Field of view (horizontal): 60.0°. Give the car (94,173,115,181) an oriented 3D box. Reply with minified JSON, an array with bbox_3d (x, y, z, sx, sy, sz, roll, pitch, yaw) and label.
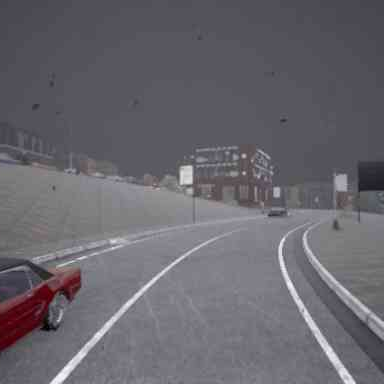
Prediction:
[{"bbox_3d":[-14.006,-2.027,49.266,2.231,1.521,4.892,0,-3,17],"label":"car"}]

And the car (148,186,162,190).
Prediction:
[{"bbox_3d":[-8.511,-0.493,70.807,2.002,1.452,4.674,0,-4,12],"label":"car"}]

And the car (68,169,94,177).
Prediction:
[{"bbox_3d":[-15.622,-2.299,44.098,2.002,1.452,4.674,-1,-3,19],"label":"car"}]

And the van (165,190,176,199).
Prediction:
[{"bbox_3d":[-5.507,0.606,87.252,1.878,1.987,4.442,0,-5,9],"label":"van"}]

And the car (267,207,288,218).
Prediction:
[{"bbox_3d":[11.472,2.703,44.407,2.033,1.411,5.357,-1,-3,26],"label":"car"}]

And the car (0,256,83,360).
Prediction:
[{"bbox_3d":[-3.233,1.621,4.271,1.895,1.301,4.718,0,-1,5],"label":"car"}]

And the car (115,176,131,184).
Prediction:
[{"bbox_3d":[-12.447,-1.810,54.679,2.185,1.767,4.553,0,-4,16],"label":"car"}]

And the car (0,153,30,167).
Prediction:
[{"bbox_3d":[-19.306,-3.102,33.500,2.185,1.767,4.553,-1,-3,21],"label":"car"}]

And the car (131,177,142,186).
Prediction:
[{"bbox_3d":[-10.994,-1.571,60.094,2.435,2.045,5.566,0,-4,15],"label":"car"}]

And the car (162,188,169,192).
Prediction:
[{"bbox_3d":[-7.418,-0.064,76.224,2.002,1.452,4.674,0,-5,11],"label":"car"}]

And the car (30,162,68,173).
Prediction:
[{"bbox_3d":[-17.380,-2.623,38.875,2.163,1.488,4.792,-1,-3,20],"label":"car"}]

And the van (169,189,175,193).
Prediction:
[{"bbox_3d":[-6.380,0.133,81.803,1.878,1.987,4.442,0,-5,11],"label":"van"}]
